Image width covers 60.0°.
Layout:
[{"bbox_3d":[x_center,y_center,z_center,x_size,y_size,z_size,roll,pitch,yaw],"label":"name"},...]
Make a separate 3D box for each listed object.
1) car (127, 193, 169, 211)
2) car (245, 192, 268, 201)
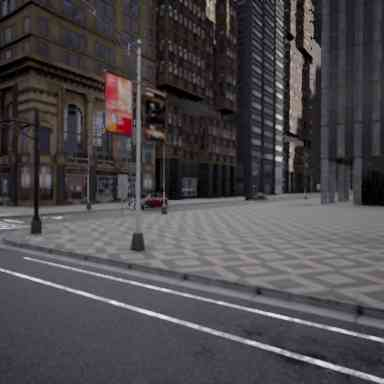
[{"bbox_3d":[-4.408,0.883,33.524,2.097,1.767,4.553,1,1,36],"label":"car"},{"bbox_3d":[10.479,0.748,54.082,2.033,1.411,5.357,1,1,36],"label":"car"}]
